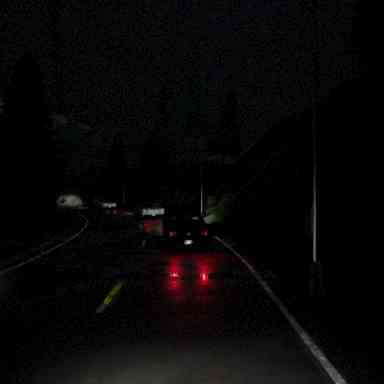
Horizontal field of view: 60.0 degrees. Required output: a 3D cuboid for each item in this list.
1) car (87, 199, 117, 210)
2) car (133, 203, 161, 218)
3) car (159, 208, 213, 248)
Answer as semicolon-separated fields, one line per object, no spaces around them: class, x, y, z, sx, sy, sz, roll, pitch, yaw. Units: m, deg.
car;-11.845;1.616;43.519;1.895;1.301;4.718;0;0;-43
car;-3.996;1.616;29.829;1.895;1.301;4.718;0;0;-21
car;-0.377;1.616;14.859;1.895;1.301;4.718;0;0;-6
